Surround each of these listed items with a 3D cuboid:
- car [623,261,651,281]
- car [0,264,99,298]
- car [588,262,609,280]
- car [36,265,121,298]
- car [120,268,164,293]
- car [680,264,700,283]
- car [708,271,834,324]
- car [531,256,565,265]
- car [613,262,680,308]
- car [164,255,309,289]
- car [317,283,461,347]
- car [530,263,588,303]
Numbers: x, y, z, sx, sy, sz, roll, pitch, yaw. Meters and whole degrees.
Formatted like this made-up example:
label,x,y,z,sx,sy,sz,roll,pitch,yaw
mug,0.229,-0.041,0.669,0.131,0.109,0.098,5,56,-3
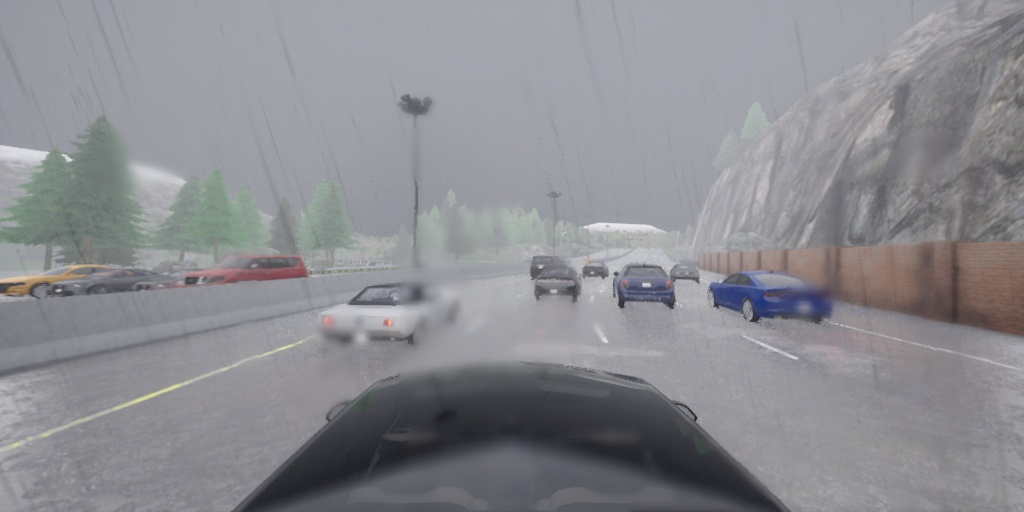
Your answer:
label,x,y,z,sx,sy,sz,roll,pitch,yaw
car,11.068,1.261,31.551,2.128,1.511,4.902,0,0,21
car,-22.551,1.213,18.553,1.882,1.535,5.008,0,0,12
car,7.550,1.244,32.200,1.882,1.535,5.008,0,0,20
car,-19.211,1.302,17.454,1.994,1.385,4.181,0,0,12
car,-15.628,1.305,17.532,1.994,1.385,4.181,0,0,12
car,13.522,1.318,28.235,2.033,1.411,5.357,0,0,21
car,8.329,1.238,12.110,1.882,1.535,5.008,0,0,10
car,3.193,0.984,30.570,2.150,2.045,5.566,0,0,21
car,5.573,1.113,15.582,2.097,1.767,4.553,0,0,13
car,-12.270,0.965,16.920,2.150,2.045,5.566,0,0,12
car,-2.752,1.351,9.387,1.895,1.301,4.718,0,0,7
car,2.309,1.248,16.891,2.128,1.511,4.902,0,0,14
